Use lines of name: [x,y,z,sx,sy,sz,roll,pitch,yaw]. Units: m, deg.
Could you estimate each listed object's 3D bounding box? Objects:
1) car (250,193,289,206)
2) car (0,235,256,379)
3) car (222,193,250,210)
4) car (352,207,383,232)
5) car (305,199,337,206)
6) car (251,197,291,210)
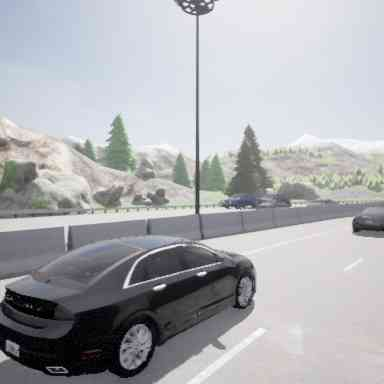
car: [10.474,1.226,42.993,5.566,2.045,2.150,0,0,-40]
car: [-0.582,1.504,5.698,1.837,1.490,4.892,0,0,36]
car: [6.490,1.221,44.191,5.566,2.045,2.150,0,0,-41]
car: [10.772,1.569,19.057,1.994,1.385,4.181,0,0,44]
car: [14.445,1.512,37.166,4.892,1.490,1.837,1,-1,-40]
car: [8.931,1.566,36.999,4.181,1.385,1.994,0,0,-41]
